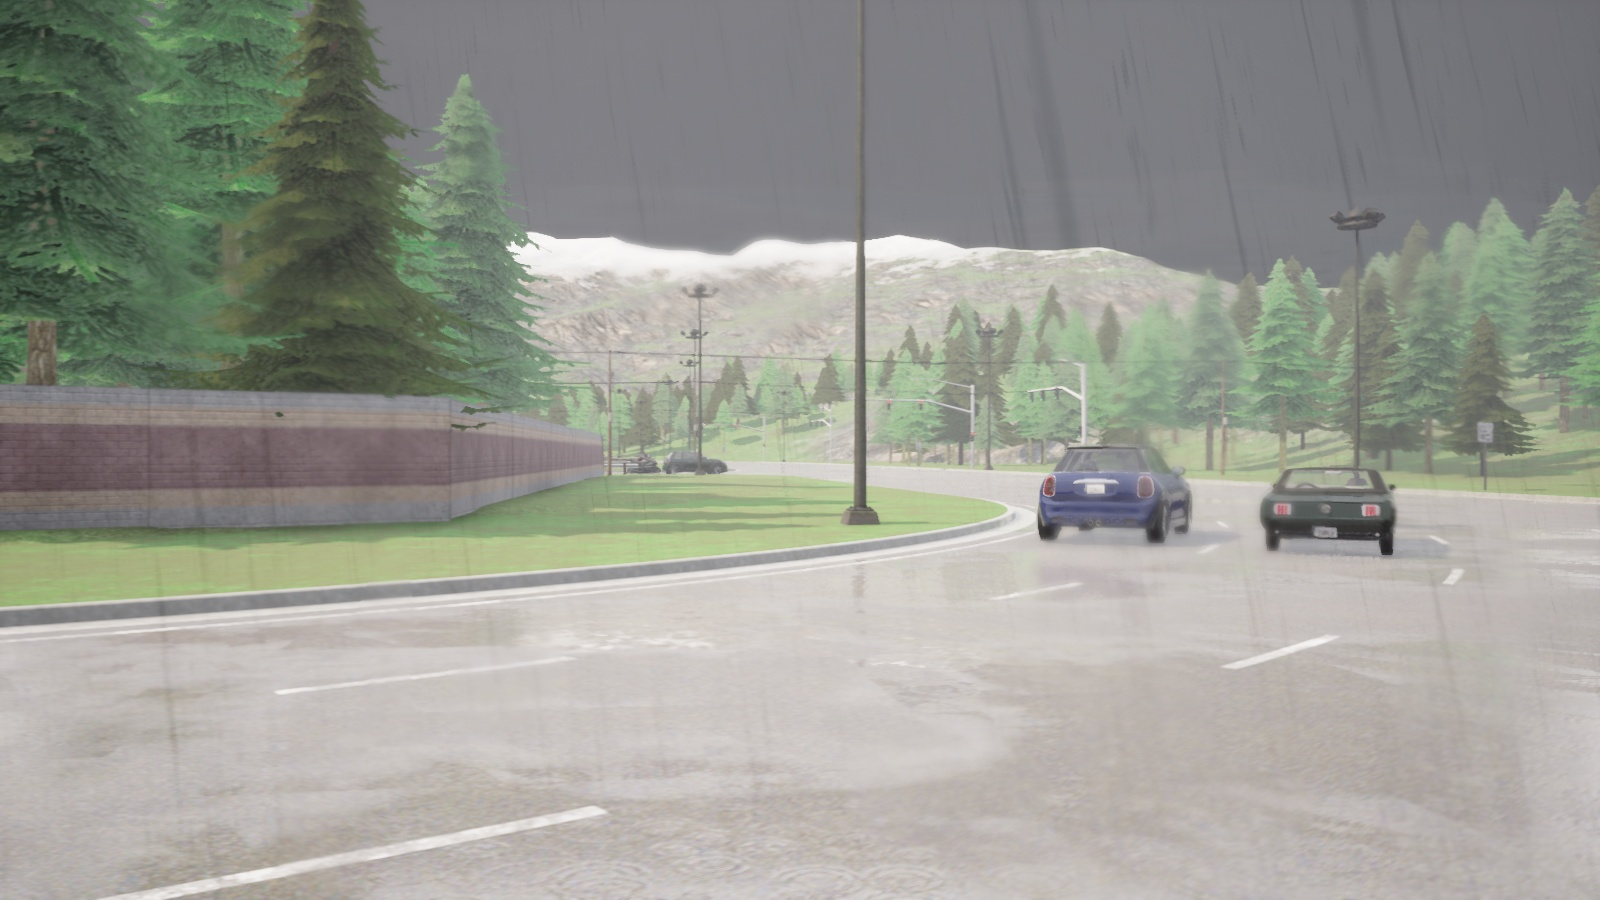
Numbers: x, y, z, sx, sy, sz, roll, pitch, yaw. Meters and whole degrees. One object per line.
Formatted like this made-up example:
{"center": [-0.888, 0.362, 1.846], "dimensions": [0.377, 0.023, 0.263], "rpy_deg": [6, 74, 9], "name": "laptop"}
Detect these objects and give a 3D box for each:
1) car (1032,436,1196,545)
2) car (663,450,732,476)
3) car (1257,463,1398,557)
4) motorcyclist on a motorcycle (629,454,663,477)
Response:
{"center": [5.795, 0.659, 22.768], "dimensions": [2.097, 1.767, 4.553], "rpy_deg": [0, 0, 24], "name": "car"}
{"center": [-7.268, 0.894, 88.740], "dimensions": [4.553, 1.767, 2.097], "rpy_deg": [0, 0, -16], "name": "car"}
{"center": [8.660, 0.886, 20.439], "dimensions": [1.895, 1.301, 4.718], "rpy_deg": [0, 0, 25], "name": "car"}
{"center": [-10.325, 1.064, 84.298], "dimensions": [2.191, 1.530, 0.866], "rpy_deg": [0, 0, -10], "name": "motorcyclist on a motorcycle"}
